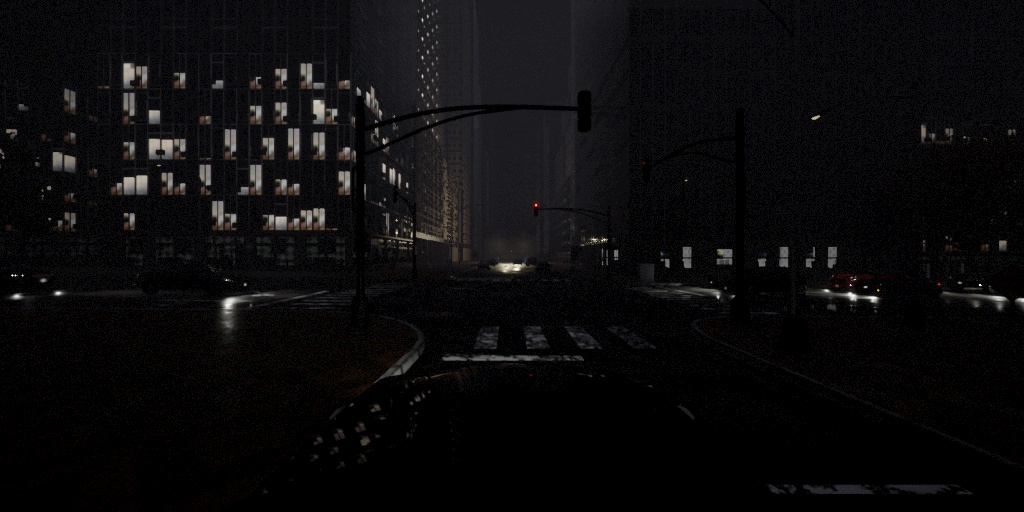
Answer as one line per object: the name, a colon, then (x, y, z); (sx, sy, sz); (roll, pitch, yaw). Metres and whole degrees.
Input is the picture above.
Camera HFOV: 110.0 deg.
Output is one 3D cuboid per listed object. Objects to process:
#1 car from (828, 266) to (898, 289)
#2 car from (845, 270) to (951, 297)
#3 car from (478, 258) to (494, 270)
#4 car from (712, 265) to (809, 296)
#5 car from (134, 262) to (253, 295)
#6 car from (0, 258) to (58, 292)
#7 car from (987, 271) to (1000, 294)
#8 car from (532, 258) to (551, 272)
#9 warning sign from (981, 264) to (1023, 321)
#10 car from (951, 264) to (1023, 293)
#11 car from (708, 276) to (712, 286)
car: (25.241, 1.579, 25.465); (4.553, 1.767, 2.097); (1, 0, -3)
car: (23.737, 1.765, 22.147); (4.181, 1.385, 1.994); (1, 0, -3)
car: (-4.000, 1.343, 51.695); (1.802, 1.307, 4.207); (0, 0, 0)
car: (15.151, 1.399, 21.751); (4.553, 1.767, 2.097); (1, 0, -3)
car: (-14.942, 1.026, 16.919); (4.674, 1.442, 1.812); (1, 0, -1)
car: (-24.157, 0.823, 16.496); (4.902, 1.511, 2.128); (1, 0, -3)
car: (34.036, 1.934, 22.614); (5.357, 1.411, 2.033); (1, 0, -3)
car: (3.950, 1.329, 46.198); (1.948, 1.339, 4.313); (0, 0, 0)
warning sign: (17.281, 1.204, 12.389); (1.060, 1.860, 1.300); (0, 0, -3)
car: (34.985, 1.624, 25.905); (5.566, 2.045, 2.150); (1, 0, -2)
car: (16.199, 1.591, 25.052); (4.674, 1.442, 1.812); (1, 0, -3)
